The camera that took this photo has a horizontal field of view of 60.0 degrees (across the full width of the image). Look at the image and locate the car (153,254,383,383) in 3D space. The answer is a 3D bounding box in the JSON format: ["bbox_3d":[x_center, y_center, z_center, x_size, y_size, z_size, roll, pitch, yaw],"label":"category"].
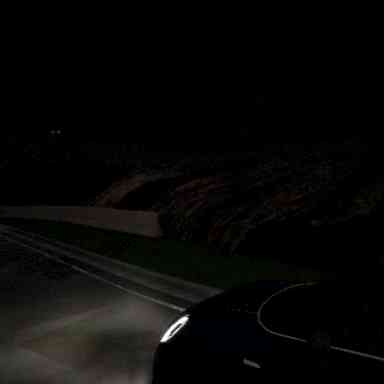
[{"bbox_3d":[1.809,1.354,2.830,4.553,1.767,2.097,0,0,36],"label":"car"}]
